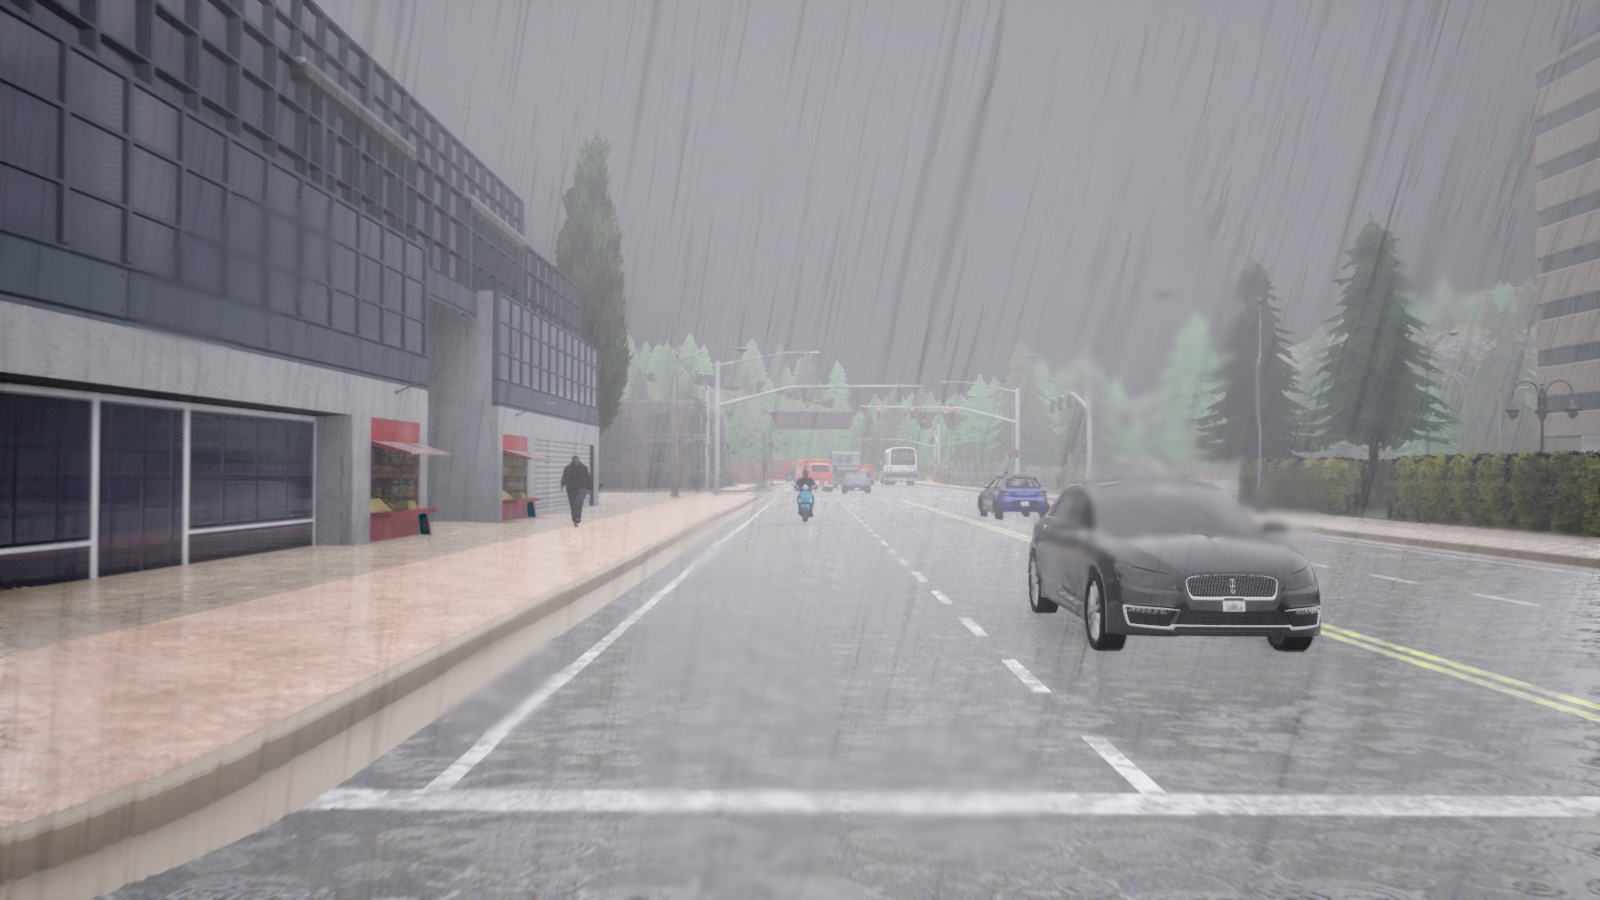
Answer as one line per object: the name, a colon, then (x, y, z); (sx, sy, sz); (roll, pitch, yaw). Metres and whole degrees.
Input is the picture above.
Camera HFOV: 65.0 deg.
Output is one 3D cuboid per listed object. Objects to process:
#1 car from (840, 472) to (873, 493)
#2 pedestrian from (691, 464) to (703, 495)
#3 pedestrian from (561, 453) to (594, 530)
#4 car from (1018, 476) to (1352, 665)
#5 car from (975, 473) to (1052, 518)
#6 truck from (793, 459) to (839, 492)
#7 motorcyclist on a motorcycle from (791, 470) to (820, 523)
car: (4.022, 2.303, 89.538); (2.163, 1.488, 4.792); (0, -1, 0)
pedestrian: (-6.161, 1.763, 75.262); (0.709, 1.840, 0.431); (0, -1, -10)
pedestrian: (-5.441, 1.011, 30.717); (0.634, 1.844, 0.899); (0, -1, 1)
car: (3.504, 1.016, 12.497); (1.837, 1.490, 4.892); (0, -1, 0)
car: (7.240, 1.521, 42.948); (1.816, 1.474, 4.193); (0, -1, -2)
truck: (1.160, 1.928, 95.559); (2.627, 2.467, 5.204); (1, -1, -9)
motorcyclist on a motorcycle: (0.179, 1.417, 38.631); (0.866, 1.590, 1.817); (0, -1, 0)
